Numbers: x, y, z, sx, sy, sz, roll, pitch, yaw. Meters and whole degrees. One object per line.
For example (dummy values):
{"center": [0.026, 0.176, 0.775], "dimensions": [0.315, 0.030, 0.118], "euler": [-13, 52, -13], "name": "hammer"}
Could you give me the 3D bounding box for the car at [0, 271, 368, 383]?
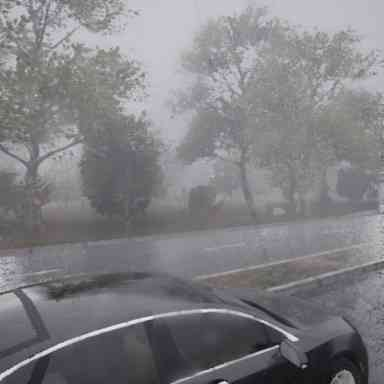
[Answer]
{"center": [-0.398, 1.495, 2.847], "dimensions": [4.892, 1.490, 1.837], "euler": [-1, 0, -35], "name": "car"}
